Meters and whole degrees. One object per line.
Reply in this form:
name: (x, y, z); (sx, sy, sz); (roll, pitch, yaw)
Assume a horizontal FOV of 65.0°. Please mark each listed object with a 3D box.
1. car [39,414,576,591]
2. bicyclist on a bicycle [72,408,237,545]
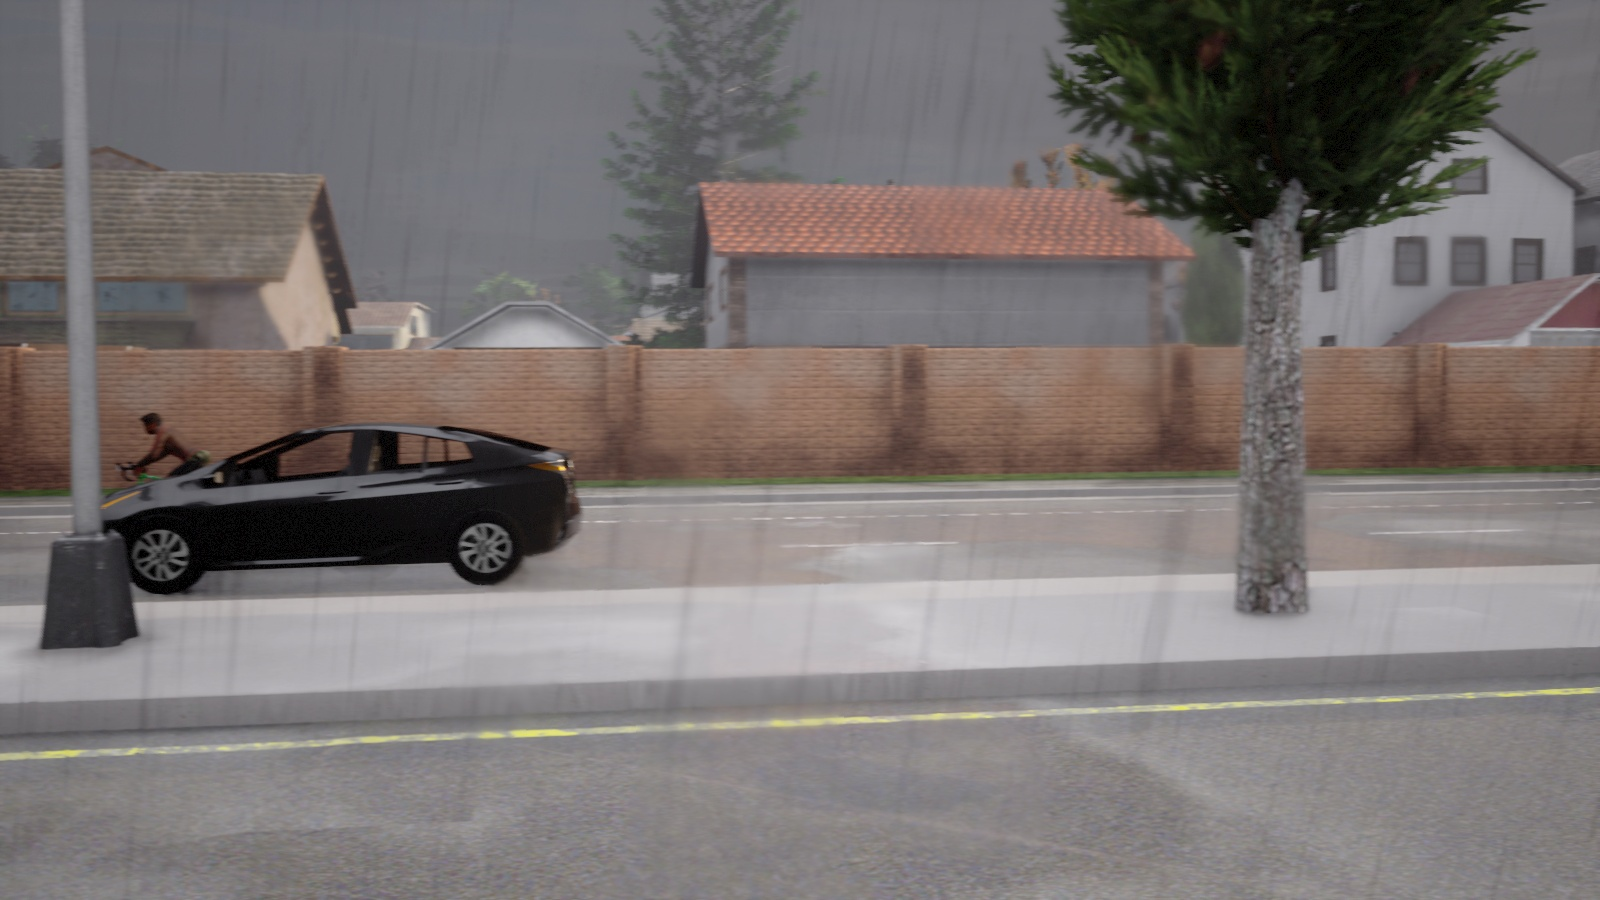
car: (-4.525, 0.422, 12.262); (4.514, 1.525, 2.007); (0, 2, -8)
bicyclist on a bicycle: (-7.864, 0.306, 15.347); (1.656, 1.620, 0.582); (-1, 2, -8)
